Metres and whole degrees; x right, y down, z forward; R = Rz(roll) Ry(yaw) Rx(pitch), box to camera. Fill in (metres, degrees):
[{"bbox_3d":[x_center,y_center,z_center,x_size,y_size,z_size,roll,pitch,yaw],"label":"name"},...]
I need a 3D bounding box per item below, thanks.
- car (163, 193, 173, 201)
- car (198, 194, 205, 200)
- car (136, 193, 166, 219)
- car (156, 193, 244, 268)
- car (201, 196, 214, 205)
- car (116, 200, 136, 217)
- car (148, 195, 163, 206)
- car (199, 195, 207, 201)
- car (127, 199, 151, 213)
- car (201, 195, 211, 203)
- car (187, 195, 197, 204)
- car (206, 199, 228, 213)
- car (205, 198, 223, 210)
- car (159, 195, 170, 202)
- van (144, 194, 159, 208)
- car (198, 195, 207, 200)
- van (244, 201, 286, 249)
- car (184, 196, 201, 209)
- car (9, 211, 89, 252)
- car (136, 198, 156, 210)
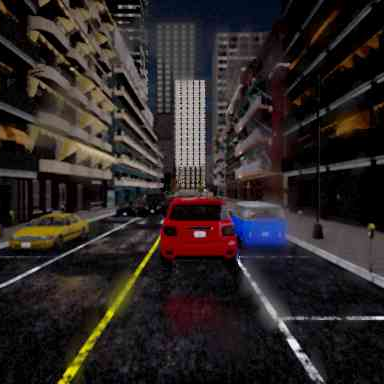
[{"bbox_3d":[-5.738,1.148,80.288,2.192,1.841,5.009,-1,0,0],"label":"car"},{"bbox_3d":[2.641,1.338,91.495,1.752,1.417,4.829,-1,0,0],"label":"car"},{"bbox_3d":[-3.109,1.155,28.924,2.150,2.045,5.566,0,0,0],"label":"car"},{"bbox_3d":[0.134,1.194,11.364,2.150,2.045,5.566,0,0,-2],"label":"car"},{"bbox_3d":[2.656,1.424,58.186,2.008,1.369,4.403,-1,0,0],"label":"car"},{"bbox_3d":[-5.712,1.496,30.577,1.947,1.339,4.313,0,0,0],"label":"car"},{"bbox_3d":[-5.724,1.324,52.671,1.967,1.590,4.097,-1,0,0],"label":"car"},{"bbox_3d":[2.646,1.377,80.279,1.887,1.381,4.507,-1,0,0],"label":"car"},{"bbox_3d":[-5.715,1.463,36.101,1.887,1.381,4.507,0,0,0],"label":"car"},{"bbox_3d":[2.653,1.387,63.879,1.752,1.417,4.829,-1,0,0],"label":"car"},{"bbox_3d":[0.074,1.389,63.053,1.812,1.442,4.674,0,0,0],"label":"car"},{"bbox_3d":[2.666,1.469,36.092,2.008,1.369,4.403,-1,0,0],"label":"car"},{"bbox_3d":[2.663,1.457,41.615,2.008,1.369,4.403,-1,0,0],"label":"car"},{"bbox_3d":[-5.730,1.418,69.242,1.947,1.339,4.313,-1,0,0],"label":"car"},{"bbox_3d":[-5.722,1.236,47.148,1.690,1.788,3.998,-1,0,0],"label":"van"},{"bbox_3d":[2.644,1.373,85.802,2.008,1.369,4.403,-1,0,0],"label":"car"},{"bbox_3d":[2.674,1.308,13.999,1.690,1.788,3.998,-1,0,0],"label":"van"},{"bbox_3d":[0.081,1.393,44.063,2.128,1.511,4.902,0,0,0],"label":"car"},{"bbox_3d":[-5.705,1.493,13.838,1.752,1.417,4.829,0,0,0],"label":"car"},{"bbox_3d":[-5.718,1.451,41.625,1.887,1.381,4.507,-1,0,0],"label":"car"}]
